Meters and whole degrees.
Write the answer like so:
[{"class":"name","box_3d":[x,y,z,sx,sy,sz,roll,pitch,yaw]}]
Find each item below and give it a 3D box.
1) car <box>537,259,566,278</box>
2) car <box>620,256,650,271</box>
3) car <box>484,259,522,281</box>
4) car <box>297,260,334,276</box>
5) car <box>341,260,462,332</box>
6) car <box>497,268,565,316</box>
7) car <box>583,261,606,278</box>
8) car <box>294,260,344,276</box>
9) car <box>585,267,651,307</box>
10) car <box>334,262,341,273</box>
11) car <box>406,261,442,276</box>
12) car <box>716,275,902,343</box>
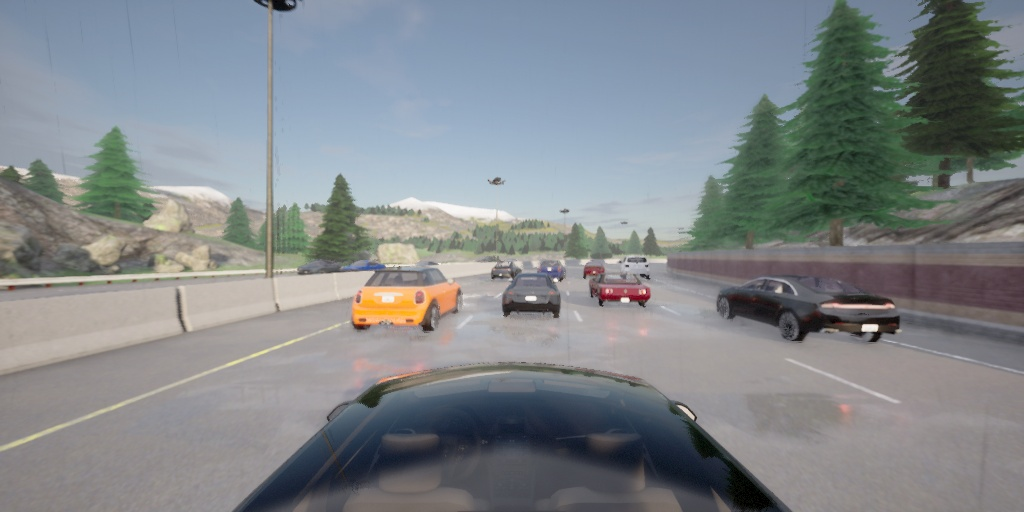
[{"class":"car","box_3d":[3.410,1.100,30.349,2.097,1.767,4.553,0,0,12]},{"class":"car","box_3d":[10.989,0.990,32.241,2.150,2.045,5.566,0,0,14]},{"class":"car","box_3d":[-0.388,1.229,29.421,2.128,1.511,4.902,0,0,11]},{"class":"car","box_3d":[-17.615,1.251,33.287,1.994,1.385,4.181,0,0,12]},{"class":"car","box_3d":[-2.931,1.090,11.022,2.097,1.767,4.553,0,0,4]},{"class":"car","box_3d":[0.765,1.311,13.357,1.994,1.385,4.181,0,0,5]},{"class":"car","box_3d":[7.708,1.236,33.433,1.882,1.535,5.008,0,0,14]},{"class":"car","box_3d":[-20.217,1.182,37.765,1.837,1.490,4.892,0,0,14]},{"class":"car","box_3d":[4.471,1.358,15.603,1.895,1.301,4.718,0,0,6]},{"class":"car","box_3d":[-13.953,1.175,33.801,1.882,1.535,5.008,0,0,13]},{"class":"car","box_3d":[-9.297,1.234,38.284,1.812,1.442,4.674,0,0,14]},{"class":"car","box_3d":[7.483,1.260,9.763,2.128,1.511,4.902,0,0,4]}]
